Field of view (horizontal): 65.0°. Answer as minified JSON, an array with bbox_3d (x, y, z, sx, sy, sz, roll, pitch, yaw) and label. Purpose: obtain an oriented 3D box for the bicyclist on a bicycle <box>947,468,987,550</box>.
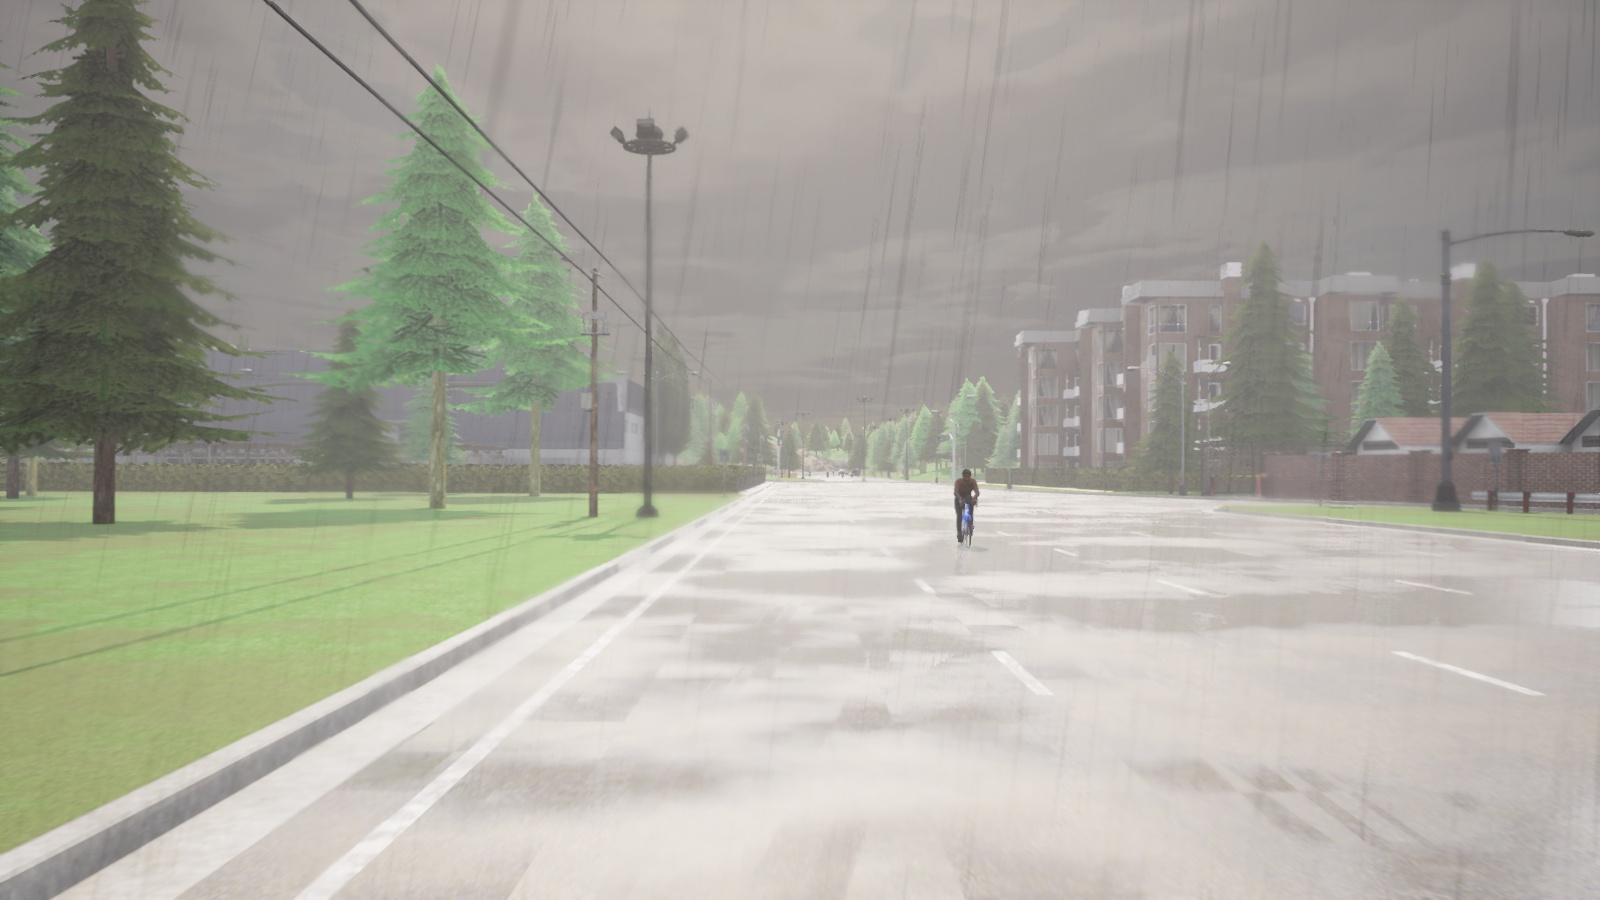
[{"bbox_3d":[3.438,1.188,25.924,0.582,1.620,1.656,0,-1,0],"label":"bicyclist on a bicycle"}]
